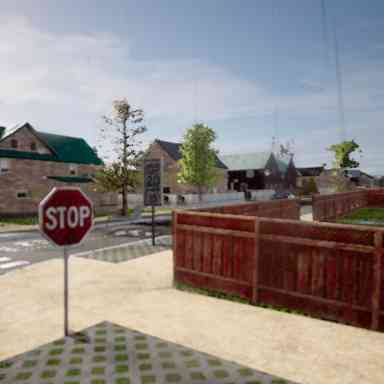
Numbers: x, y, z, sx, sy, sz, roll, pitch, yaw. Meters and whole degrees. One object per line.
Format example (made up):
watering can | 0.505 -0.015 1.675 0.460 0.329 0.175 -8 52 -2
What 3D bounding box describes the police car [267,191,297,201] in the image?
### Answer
police car | 10.063 0.696 37.308 2.038 1.542 4.974 -1 1 36
